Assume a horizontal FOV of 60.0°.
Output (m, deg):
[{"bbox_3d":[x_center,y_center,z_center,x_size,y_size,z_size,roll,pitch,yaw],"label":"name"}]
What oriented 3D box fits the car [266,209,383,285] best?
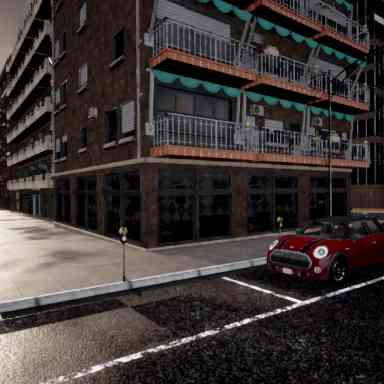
[{"bbox_3d":[3.987,1.438,9.431,4.097,1.590,1.967,0,-1,-36],"label":"car"}]
